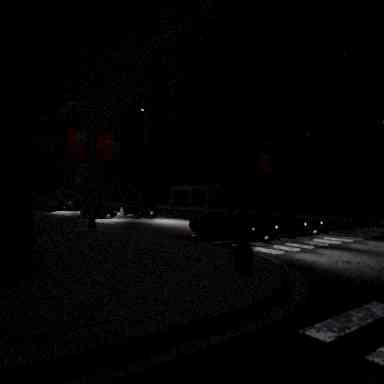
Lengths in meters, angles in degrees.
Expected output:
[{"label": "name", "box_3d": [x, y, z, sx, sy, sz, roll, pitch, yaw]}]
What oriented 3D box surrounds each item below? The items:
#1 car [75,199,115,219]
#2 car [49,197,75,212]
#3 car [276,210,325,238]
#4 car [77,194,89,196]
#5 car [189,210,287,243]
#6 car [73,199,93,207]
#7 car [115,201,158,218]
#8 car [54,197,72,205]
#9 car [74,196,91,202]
[{"label": "car", "box_3d": [-8.707, 1.648, 30.695, 2.033, 1.411, 5.357, 0, 0, -36]}, {"label": "car", "box_3d": [-16.555, 1.715, 41.667, 1.994, 1.385, 4.181, 0, 0, -35]}, {"label": "car", "box_3d": [4.655, 1.637, 18.030, 1.895, 1.301, 4.718, 0, 0, -39]}, {"label": "car", "box_3d": [-21.927, 1.468, 66.133, 2.150, 2.045, 5.566, 0, 0, -36]}, {"label": "car", "box_3d": [1.889, 1.631, 15.924, 1.895, 1.301, 4.718, 0, 0, -35]}, {"label": "car", "box_3d": [-18.283, 1.808, 55.498, 1.895, 1.301, 4.718, 0, 0, -36]}, {"label": "car", "box_3d": [-4.950, 1.591, 31.047, 2.128, 1.511, 4.902, 0, 0, -36]}, {"label": "car", "box_3d": [-25.210, 1.739, 65.129, 2.128, 1.511, 4.902, 0, 0, -36]}, {"label": "car", "box_3d": [-13.395, 1.642, 42.836, 2.128, 1.511, 4.902, 0, 0, -35]}]
